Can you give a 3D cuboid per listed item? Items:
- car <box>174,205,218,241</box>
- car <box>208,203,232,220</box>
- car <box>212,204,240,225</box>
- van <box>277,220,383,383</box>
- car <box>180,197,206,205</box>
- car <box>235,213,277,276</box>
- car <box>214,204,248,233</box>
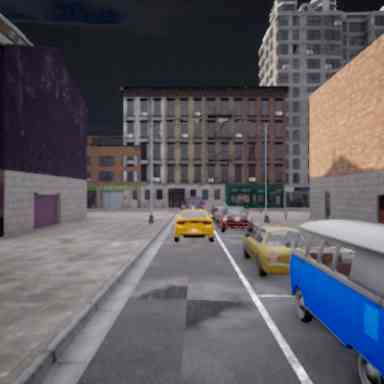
[{"bbox_3d":[0.100,1.632,17.511,1.882,1.535,5.008,0,-1,0],"label":"car"},{"bbox_3d":[2.636,1.833,32.170,2.008,1.369,4.403,0,0,0],"label":"car"},{"bbox_3d":[2.636,1.762,26.865,1.752,1.417,4.829,0,0,0],"label":"car"},{"bbox_3d":[2.634,1.385,4.795,1.690,1.788,3.998,0,-1,0],"label":"van"},{"bbox_3d":[0.117,1.488,30.363,2.150,2.045,5.566,0,0,1],"label":"car"},{"bbox_3d":[2.635,1.618,10.439,1.752,1.417,4.829,0,-1,0],"label":"car"},{"bbox_3d":[2.635,1.627,21.220,1.967,1.590,4.097,0,0,0],"label":"car"}]
